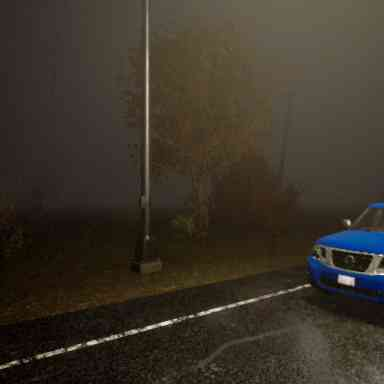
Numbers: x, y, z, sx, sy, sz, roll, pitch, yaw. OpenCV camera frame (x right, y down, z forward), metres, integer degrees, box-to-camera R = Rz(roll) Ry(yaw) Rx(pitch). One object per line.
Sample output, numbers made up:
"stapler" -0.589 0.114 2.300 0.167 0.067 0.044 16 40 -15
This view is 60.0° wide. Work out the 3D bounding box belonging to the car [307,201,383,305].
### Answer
"car" 5.012 1.224 7.544 5.566 2.045 2.150 0 0 -35
